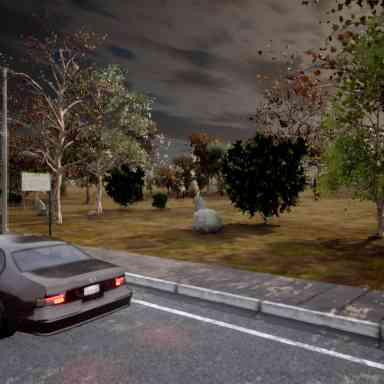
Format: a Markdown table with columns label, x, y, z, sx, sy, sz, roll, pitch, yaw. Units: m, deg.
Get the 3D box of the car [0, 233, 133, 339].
| label | x | y | z | sx | sy | sz | roll | pitch | yaw |
| --- | --- | --- | --- | --- | --- | --- | --- | --- | --- |
| car | -3.580 | 1.547 | 6.557 | 5.357 | 1.411 | 2.033 | 0 | 0 | 36 |
